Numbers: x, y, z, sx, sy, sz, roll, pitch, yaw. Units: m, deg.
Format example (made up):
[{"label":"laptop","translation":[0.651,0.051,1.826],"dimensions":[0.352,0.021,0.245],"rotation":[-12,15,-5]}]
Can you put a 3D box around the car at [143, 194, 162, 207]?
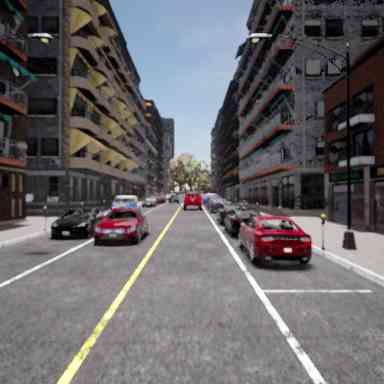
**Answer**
[{"label":"car","translation":[-5.705,1.327,45.680],"dimensions":[2.008,1.369,4.403],"rotation":[1,0,0]}]

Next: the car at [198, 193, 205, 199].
[{"label":"car","translation":[2.648,1.100,91.318],"dimensions":[1.887,1.381,4.507],"rotation":[1,0,0]}]

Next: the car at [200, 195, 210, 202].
[{"label":"car","translation":[2.661,1.247,68.533],"dimensions":[1.802,1.307,4.206],"rotation":[1,0,0]}]

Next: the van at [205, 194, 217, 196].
[{"label":"van","translation":[2.680,1.117,45.747],"dimensions":[1.690,1.788,3.998],"rotation":[1,0,0]}]

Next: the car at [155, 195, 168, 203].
[{"label":"car","translation":[-5.716,1.238,62.770],"dimensions":[1.887,1.381,4.507],"rotation":[1,0,0]}]

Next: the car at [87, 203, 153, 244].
[{"label":"car","translation":[-3.109,1.450,15.415],"dimensions":[1.812,1.442,4.674],"rotation":[0,0,0]}]

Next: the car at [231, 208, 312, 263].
[{"label":"car","translation":[2.696,1.487,11.570],"dimensions":[1.887,1.381,4.507],"rotation":[1,0,0]}]

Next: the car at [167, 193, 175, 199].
[{"label":"car","translation":[-5.700,1.101,91.252],"dimensions":[1.887,1.381,4.507],"rotation":[1,0,0]}]

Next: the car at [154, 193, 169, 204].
[{"label":"car","translation":[-5.707,1.036,57.073],"dimensions":[2.192,1.841,5.009],"rotation":[1,0,0]}]

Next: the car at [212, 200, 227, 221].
[{"label":"car","translation":[2.689,1.452,22.963],"dimensions":[1.947,1.339,4.313],"rotation":[1,0,0]}]

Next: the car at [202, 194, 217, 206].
[{"label":"car","translation":[2.674,1.188,51.444],"dimensions":[1.967,1.590,4.097],"rotation":[1,0,0]}]

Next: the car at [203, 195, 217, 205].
[{"label":"car","translation":[2.679,1.385,40.052],"dimensions":[1.802,1.307,4.206],"rotation":[1,0,0]}]

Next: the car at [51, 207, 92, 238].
[{"label":"car","translation":[-5.688,1.481,17.199],"dimensions":[1.947,1.339,4.313],"rotation":[1,0,0]}]

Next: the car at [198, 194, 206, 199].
[{"label":"car","translation":[2.651,1.128,85.622],"dimensions":[1.887,1.381,4.507],"rotation":[1,0,0]}]

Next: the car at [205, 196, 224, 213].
[{"label":"car","translation":[2.683,1.382,34.355],"dimensions":[2.008,1.369,4.403],"rotation":[1,0,0]}]

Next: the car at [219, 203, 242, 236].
[{"label":"car","translation":[2.692,1.480,17.266],"dimensions":[1.947,1.339,4.313],"rotation":[1,0,0]}]

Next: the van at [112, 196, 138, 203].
[{"label":"van","translation":[-5.690,1.201,28.590],"dimensions":[1.690,1.788,3.998],"rotation":[1,0,0]}]

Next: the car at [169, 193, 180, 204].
[{"label":"car","translation":[-3.091,1.222,57.750],"dimensions":[1.837,1.490,4.892],"rotation":[0,0,0]}]

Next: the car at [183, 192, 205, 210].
[{"label":"car","translation":[0.080,1.025,40.269],"dimensions":[2.150,2.045,5.566],"rotation":[0,1,0]}]

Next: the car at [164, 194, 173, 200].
[{"label":"car","translation":[-5.699,1.137,79.688],"dimensions":[1.752,1.417,4.829],"rotation":[1,0,0]}]
